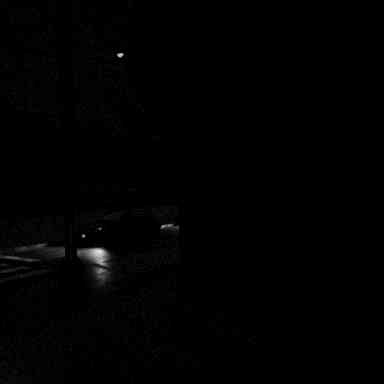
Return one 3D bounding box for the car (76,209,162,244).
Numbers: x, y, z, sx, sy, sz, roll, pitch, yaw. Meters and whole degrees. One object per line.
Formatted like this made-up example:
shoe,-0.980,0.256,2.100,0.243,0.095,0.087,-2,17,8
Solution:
car,-3.390,1.576,16.258,1.812,1.442,4.674,-4,-1,34
